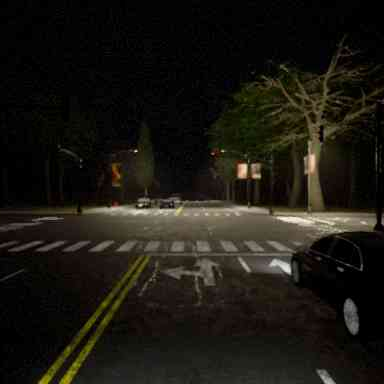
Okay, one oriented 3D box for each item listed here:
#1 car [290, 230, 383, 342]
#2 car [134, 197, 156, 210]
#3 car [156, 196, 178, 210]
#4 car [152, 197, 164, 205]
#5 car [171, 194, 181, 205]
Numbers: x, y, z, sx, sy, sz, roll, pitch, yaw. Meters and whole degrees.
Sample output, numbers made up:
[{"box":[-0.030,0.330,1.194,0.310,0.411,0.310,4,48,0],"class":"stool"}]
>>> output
[{"box":[3.340,1.512,6.458,1.837,1.490,4.892,0,0,1],"class":"car"},{"box":[-6.611,1.591,45.386,2.128,1.511,4.902,0,0,0],"class":"car"},{"box":[-3.360,1.663,45.248,1.994,1.385,4.181,0,0,0],"class":"car"},{"box":[-6.544,1.714,64.892,1.882,1.535,5.008,0,-1,0],"class":"car"},{"box":[-3.293,1.458,64.890,2.150,2.045,5.566,0,-1,0],"class":"car"}]
